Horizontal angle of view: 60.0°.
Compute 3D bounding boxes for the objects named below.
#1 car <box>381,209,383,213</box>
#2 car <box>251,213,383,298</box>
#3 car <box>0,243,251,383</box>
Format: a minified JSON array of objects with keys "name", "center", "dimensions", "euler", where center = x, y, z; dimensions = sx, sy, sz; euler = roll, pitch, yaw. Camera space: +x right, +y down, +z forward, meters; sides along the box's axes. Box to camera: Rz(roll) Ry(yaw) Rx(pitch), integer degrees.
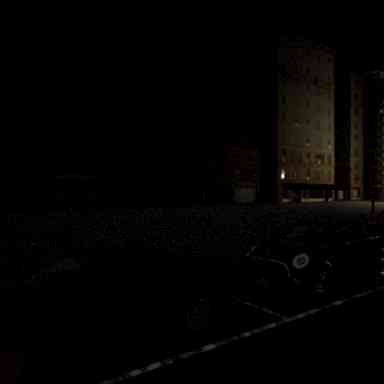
[{"name":"car","center":[7.830,1.322,11.778],"dimensions":[5.009,1.841,2.192],"euler":[0,0,-36]},{"name":"car","center":[3.207,1.444,8.479],"dimensions":[4.097,1.590,1.967],"euler":[0,0,-36]},{"name":"car","center":[-1.417,1.546,5.179],"dimensions":[4.507,1.381,1.887],"euler":[0,0,-36]}]
